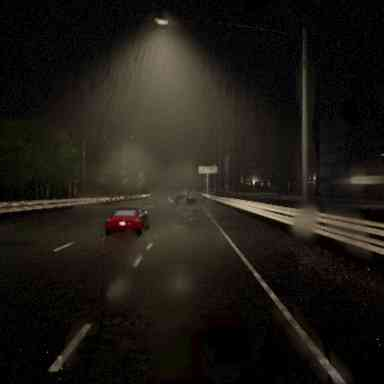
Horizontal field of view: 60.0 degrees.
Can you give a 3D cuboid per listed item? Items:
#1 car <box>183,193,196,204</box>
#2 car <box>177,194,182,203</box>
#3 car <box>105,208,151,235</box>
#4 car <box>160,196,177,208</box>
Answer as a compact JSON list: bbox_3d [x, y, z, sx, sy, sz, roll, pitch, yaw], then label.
[{"bbox_3d":[-0.120,1.518,66.859,2.128,1.511,4.902,0,0,0],"label":"car"},{"bbox_3d":[-3.728,1.576,67.317,2.033,1.411,5.357,0,0,0],"label":"car"},{"bbox_3d":[-3.518,1.565,18.800,1.994,1.385,4.181,0,0,0],"label":"car"},{"bbox_3d":[-3.618,1.548,48.787,1.812,1.442,4.674,0,0,0],"label":"car"}]
